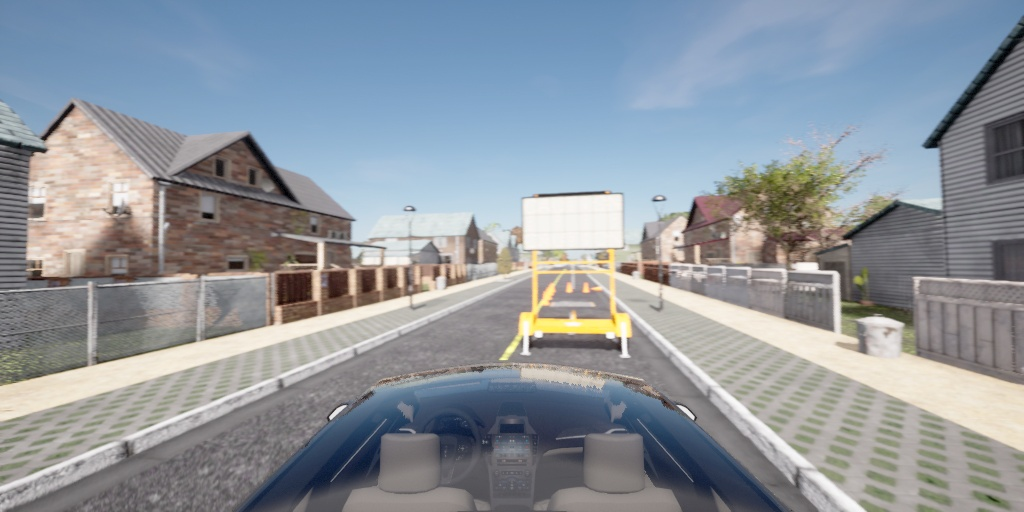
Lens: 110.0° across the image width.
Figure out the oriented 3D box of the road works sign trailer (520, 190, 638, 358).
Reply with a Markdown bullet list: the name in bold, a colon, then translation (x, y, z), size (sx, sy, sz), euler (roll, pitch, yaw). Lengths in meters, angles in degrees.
- **road works sign trailer**: translation (1.506, 0.265, 8.700), size (2.380, 3.560, 2.880), euler (0, 0, 10)
